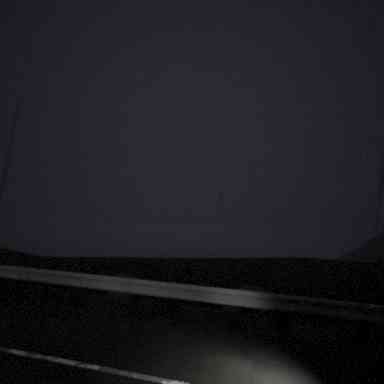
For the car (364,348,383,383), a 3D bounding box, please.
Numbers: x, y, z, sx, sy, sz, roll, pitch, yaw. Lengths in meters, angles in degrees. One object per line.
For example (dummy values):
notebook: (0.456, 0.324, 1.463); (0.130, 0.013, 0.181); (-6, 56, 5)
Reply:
car: (3.975, 1.850, 2.608); (4.674, 1.442, 1.812); (1, -3, 17)
